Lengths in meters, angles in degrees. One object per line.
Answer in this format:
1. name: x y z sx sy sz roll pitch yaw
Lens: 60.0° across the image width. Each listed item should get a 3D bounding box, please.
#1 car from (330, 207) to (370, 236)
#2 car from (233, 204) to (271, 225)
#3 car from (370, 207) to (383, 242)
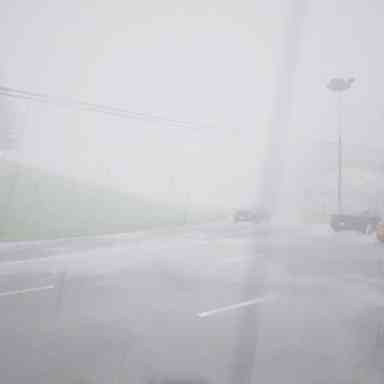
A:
1. car: 10.199 1.614 19.615 5.008 1.535 1.882 0 0 -35
2. car: 4.619 1.653 25.362 1.812 1.442 4.674 0 0 28
3. car: 10.746 1.476 15.707 4.553 1.767 2.097 0 0 -35
